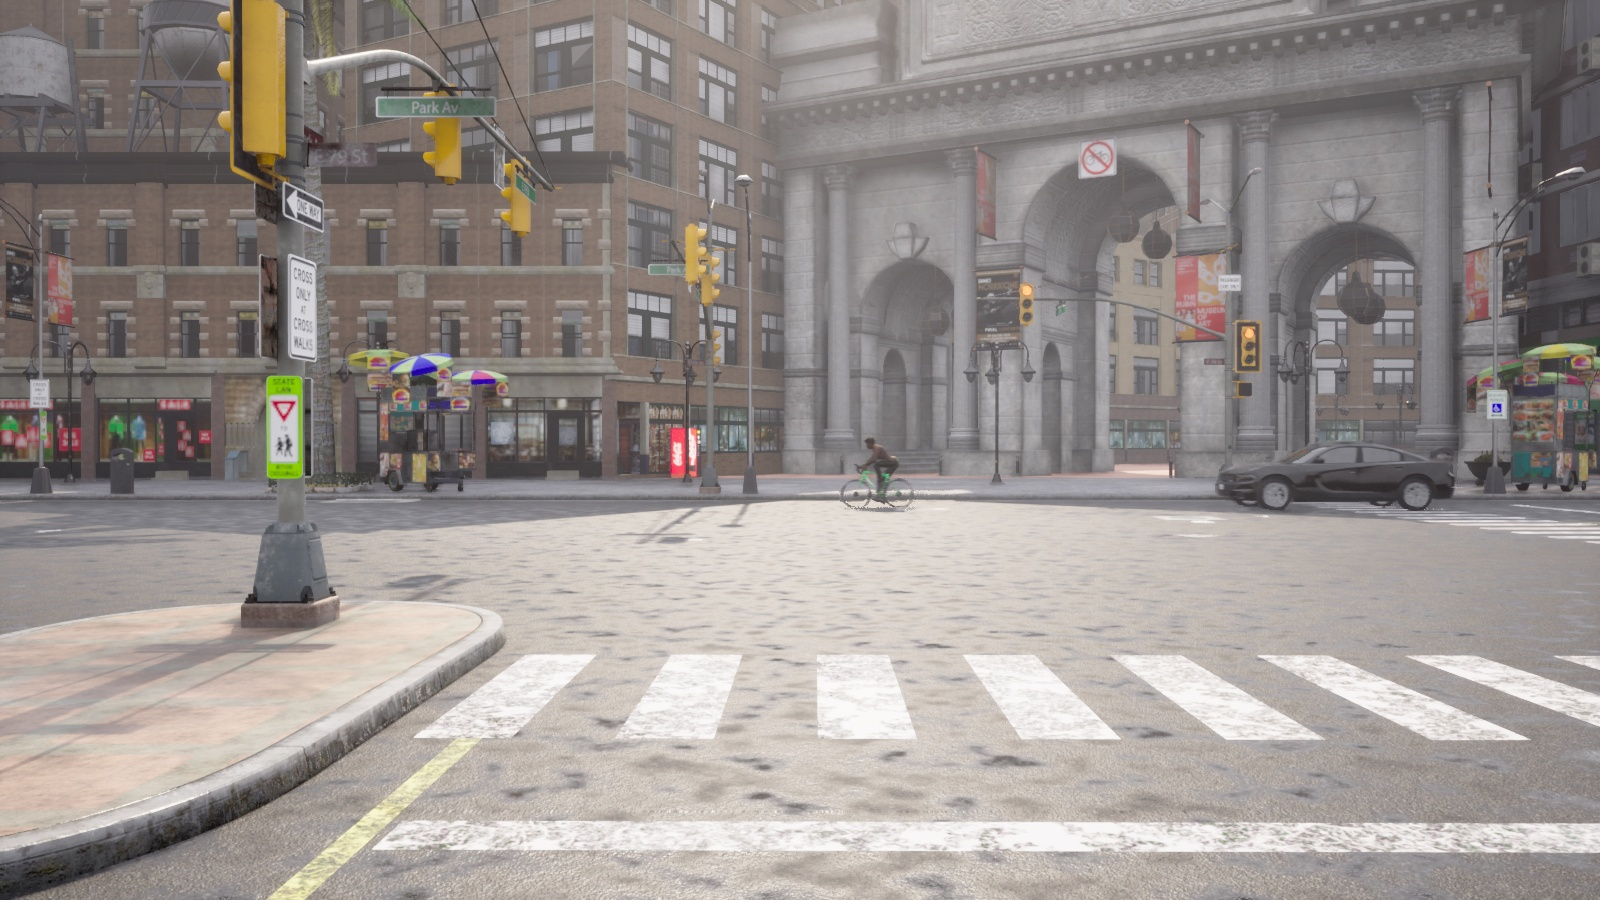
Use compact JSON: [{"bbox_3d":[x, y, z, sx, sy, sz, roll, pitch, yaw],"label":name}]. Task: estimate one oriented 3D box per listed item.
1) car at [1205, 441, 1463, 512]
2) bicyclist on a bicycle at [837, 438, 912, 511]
[{"bbox_3d":[11.913,0.574,28.246,5.008,1.535,1.882,0,0,1],"label":"car"},{"bbox_3d":[1.674,0.540,28.391,1.656,1.620,0.582,0,0,1],"label":"bicyclist on a bicycle"}]
